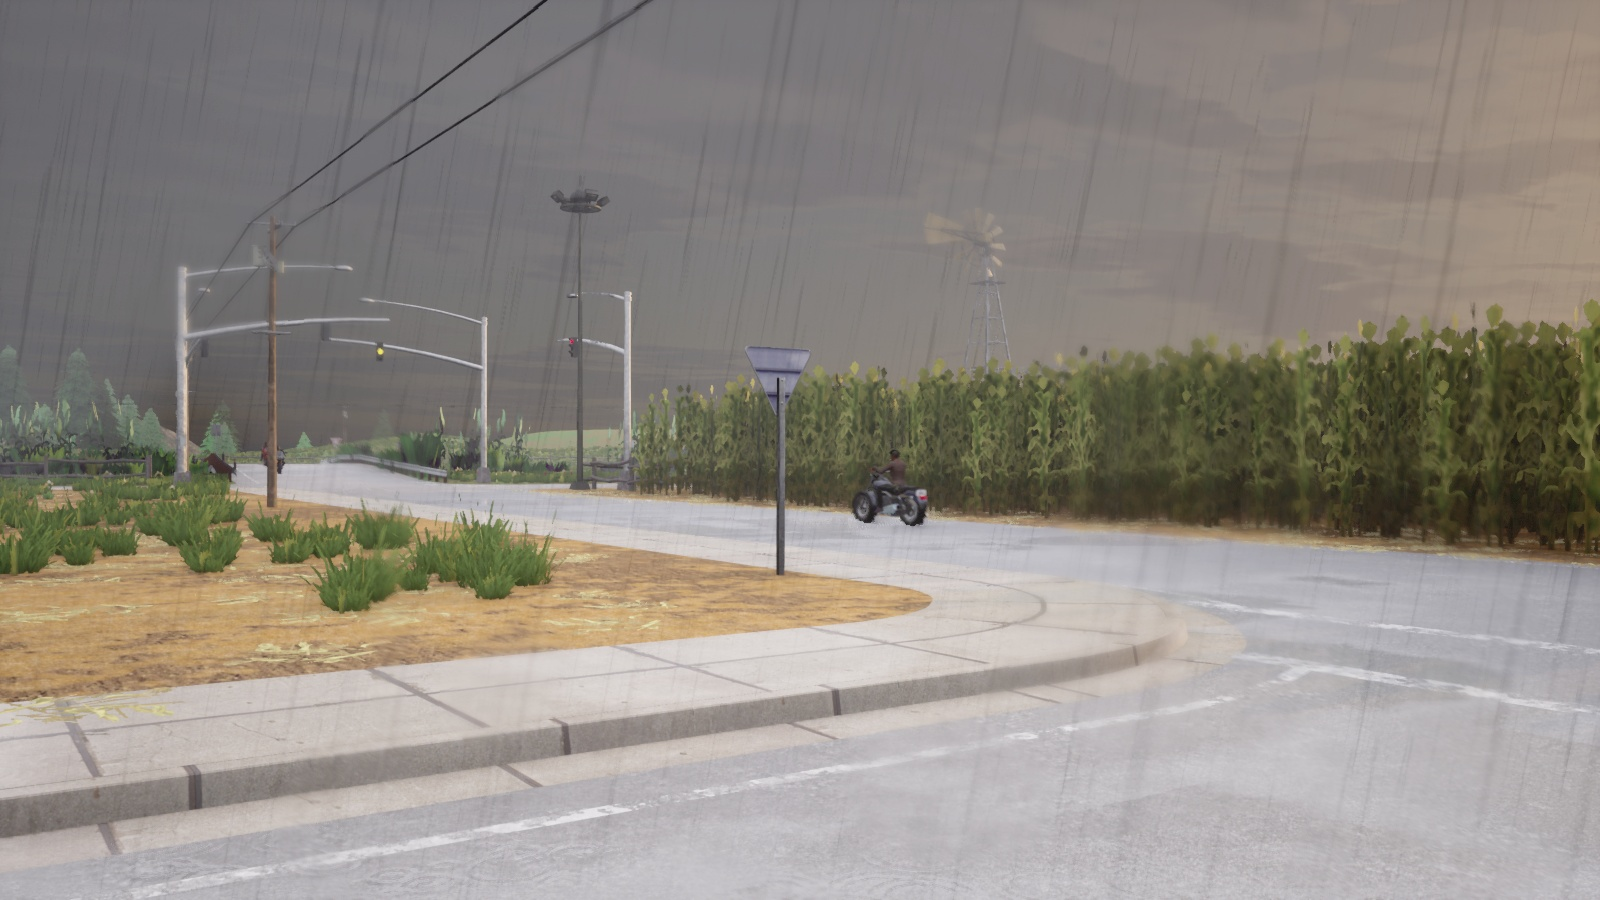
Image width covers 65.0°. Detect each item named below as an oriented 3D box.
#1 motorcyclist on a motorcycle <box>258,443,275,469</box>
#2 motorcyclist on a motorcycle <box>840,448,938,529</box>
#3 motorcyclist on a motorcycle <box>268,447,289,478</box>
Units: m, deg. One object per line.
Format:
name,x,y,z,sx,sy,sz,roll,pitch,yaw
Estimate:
motorcyclist on a motorcycle,-31.915,0.370,75.091,0.797,1.523,2.044,0,1,-27
motorcyclist on a motorcycle,1.861,0.783,26.632,0.766,1.649,2.350,0,0,-34
motorcyclist on a motorcycle,-28.523,0.664,68.635,0.866,1.530,2.191,0,3,-28
